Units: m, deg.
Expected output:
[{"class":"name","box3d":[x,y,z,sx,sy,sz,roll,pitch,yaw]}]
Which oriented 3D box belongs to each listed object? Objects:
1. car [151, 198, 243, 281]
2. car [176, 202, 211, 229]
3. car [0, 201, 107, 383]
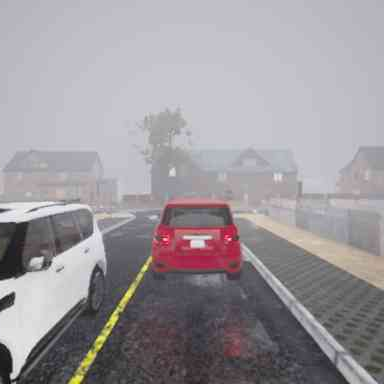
[{"class":"car","box3d":[0.112,1.181,9.833,2.150,2.045,5.566,0,0,0]},{"class":"car","box3d":[0.161,1.458,22.322,2.033,1.411,5.357,0,0,2]},{"class":"car","box3d":[-2.745,1.201,4.428,2.150,2.045,5.566,0,0,0]}]
